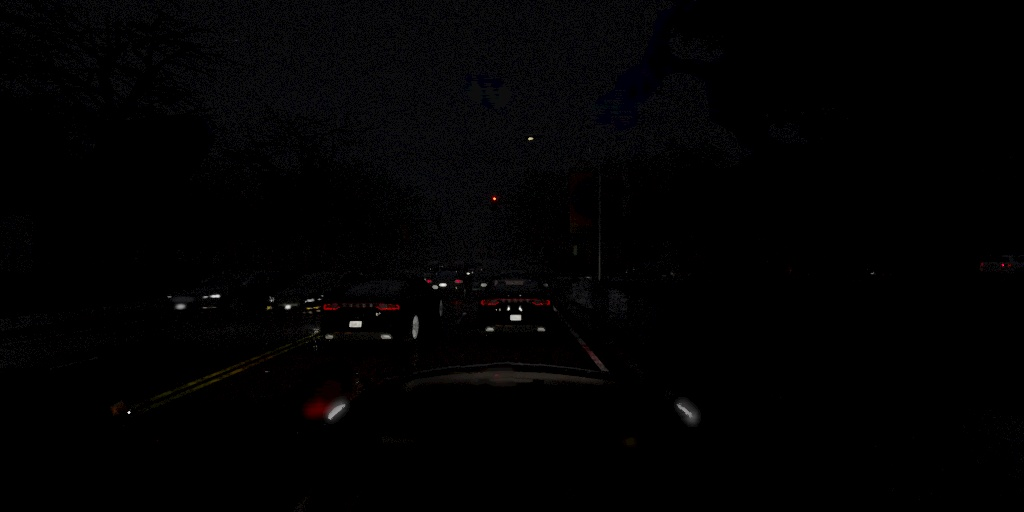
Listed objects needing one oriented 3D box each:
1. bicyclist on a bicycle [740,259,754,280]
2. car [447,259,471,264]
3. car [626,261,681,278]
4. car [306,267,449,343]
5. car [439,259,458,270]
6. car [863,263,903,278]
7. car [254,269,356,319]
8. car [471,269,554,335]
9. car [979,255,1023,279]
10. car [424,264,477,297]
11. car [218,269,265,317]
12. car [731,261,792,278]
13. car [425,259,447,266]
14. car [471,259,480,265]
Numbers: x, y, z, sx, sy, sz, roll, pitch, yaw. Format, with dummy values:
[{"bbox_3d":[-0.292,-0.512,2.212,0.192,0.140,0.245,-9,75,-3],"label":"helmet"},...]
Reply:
[{"bbox_3d":[18.086,1.039,27.588,0.582,1.620,1.656,0,0,0],"label":"bicyclist on a bicycle"},{"bbox_3d":[-6.673,1.301,45.502,1.812,1.442,4.674,0,0,0],"label":"car"},{"bbox_3d":[13.133,1.233,33.446,4.902,1.511,2.128,0,0,0],"label":"car"},{"bbox_3d":[-3.169,1.229,9.744,1.882,1.535,5.008,0,0,0],"label":"car"},{"bbox_3d":[-9.926,1.278,56.236,2.128,1.511,4.902,0,0,0],"label":"car"},{"bbox_3d":[35.911,1.321,33.445,4.718,1.301,1.895,0,0,0],"label":"car"},{"bbox_3d":[-6.618,1.257,13.006,1.837,1.490,4.892,0,0,0],"label":"car"},{"bbox_3d":[0.080,1.229,10.492,1.882,1.535,5.008,0,0,0],"label":"car"},{"bbox_3d":[43.540,0.940,30.554,5.566,2.045,2.150,0,0,0],"label":"car"},{"bbox_3d":[-3.200,1.319,18.682,1.994,1.385,4.181,0,0,0],"label":"car"},{"bbox_3d":[-9.868,1.243,13.139,2.128,1.511,4.902,0,0,0],"label":"car"},{"bbox_3d":[23.198,1.207,33.448,5.008,1.535,1.882,0,0,0],"label":"car"},{"bbox_3d":[-9.924,1.301,45.758,1.812,1.442,4.674,0,0,-1],"label":"car"},{"bbox_3d":[-6.682,1.351,56.927,1.994,1.385,4.181,0,0,0],"label":"car"}]
